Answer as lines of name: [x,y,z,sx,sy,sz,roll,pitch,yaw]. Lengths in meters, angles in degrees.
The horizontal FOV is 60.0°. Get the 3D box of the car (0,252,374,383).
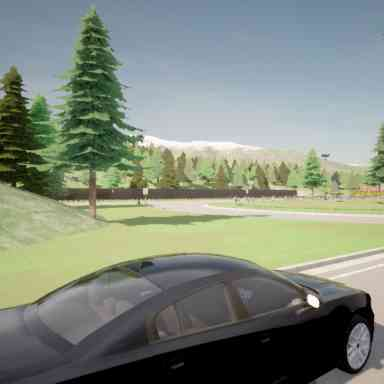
car: [0.212,1.478,3.905,5.008,1.535,1.882,0,0,-36]
